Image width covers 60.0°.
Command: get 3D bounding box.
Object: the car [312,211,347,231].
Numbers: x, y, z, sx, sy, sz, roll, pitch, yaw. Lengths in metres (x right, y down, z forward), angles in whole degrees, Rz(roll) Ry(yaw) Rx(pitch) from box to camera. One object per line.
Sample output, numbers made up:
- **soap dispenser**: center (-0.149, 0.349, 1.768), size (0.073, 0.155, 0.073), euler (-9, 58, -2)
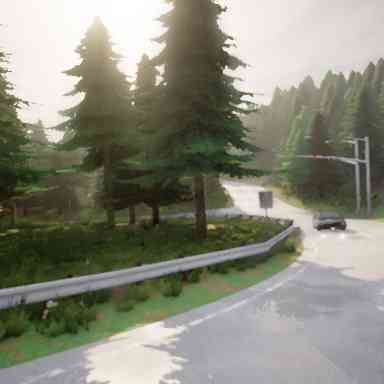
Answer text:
- **car**: center (9.945, 2.081, 24.473), size (2.033, 1.411, 5.357), euler (-3, -2, 15)
